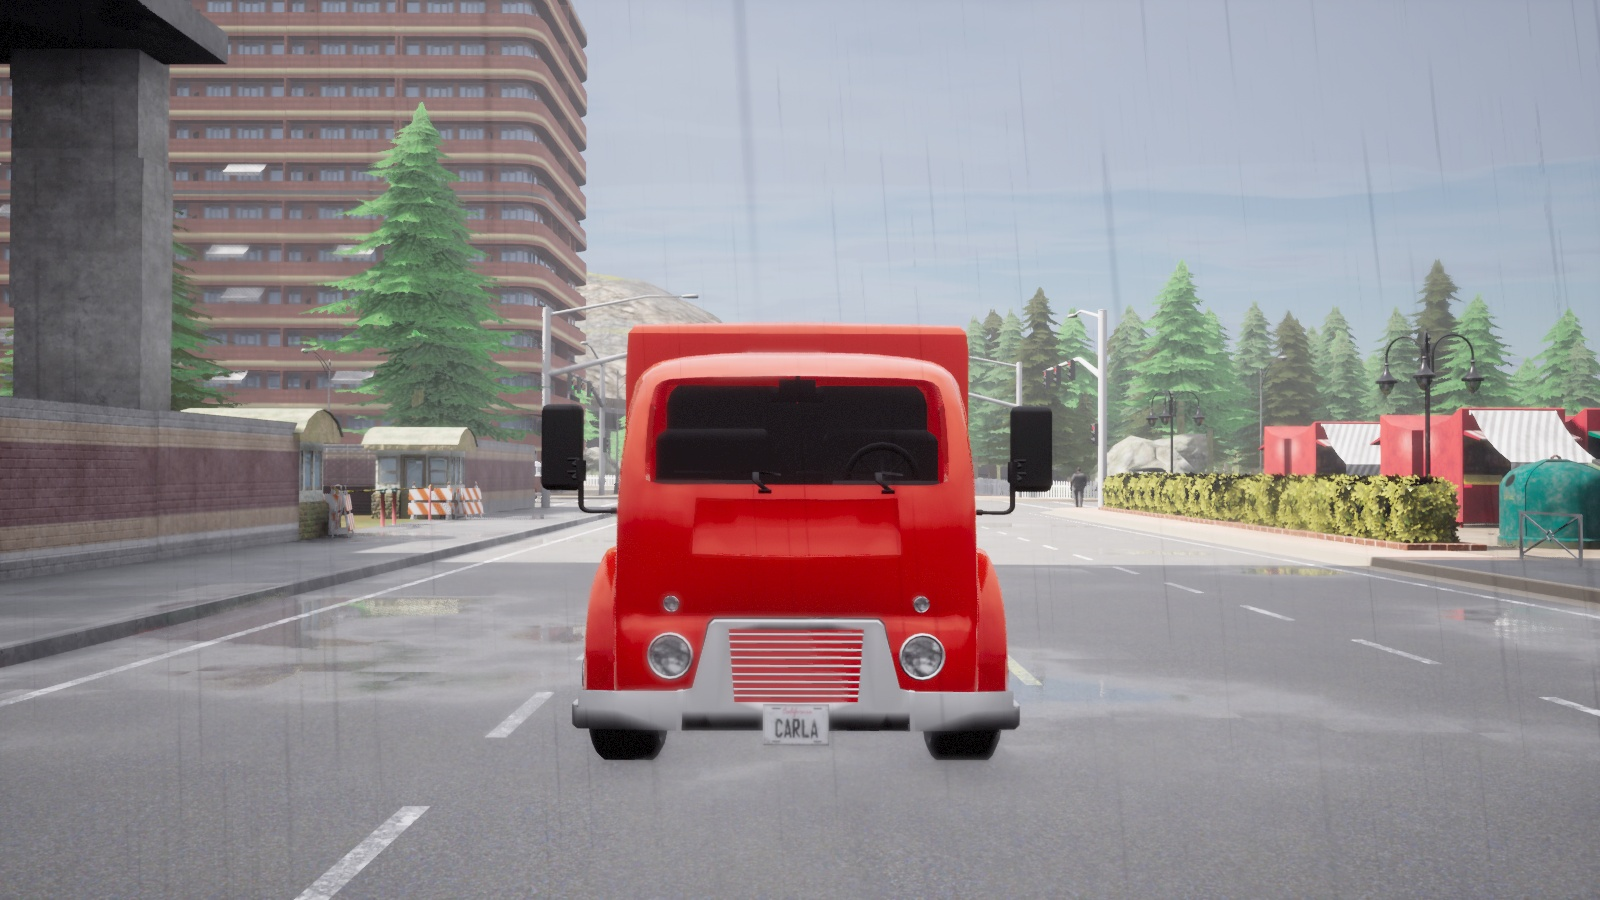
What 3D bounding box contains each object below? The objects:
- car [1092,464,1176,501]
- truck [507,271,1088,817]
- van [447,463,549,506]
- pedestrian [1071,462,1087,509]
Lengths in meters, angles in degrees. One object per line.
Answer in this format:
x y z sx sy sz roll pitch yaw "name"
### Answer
17.366 1.693 65.388 3.866 1.878 1.905 0 -1 0 "car"
-0.022 0.467 8.307 2.627 2.467 5.204 0 -1 0 "truck"
-14.883 1.692 62.039 4.480 2.038 2.069 0 -1 1 "van"
11.439 1.456 51.536 0.563 1.883 0.849 0 -1 7 "pedestrian"
